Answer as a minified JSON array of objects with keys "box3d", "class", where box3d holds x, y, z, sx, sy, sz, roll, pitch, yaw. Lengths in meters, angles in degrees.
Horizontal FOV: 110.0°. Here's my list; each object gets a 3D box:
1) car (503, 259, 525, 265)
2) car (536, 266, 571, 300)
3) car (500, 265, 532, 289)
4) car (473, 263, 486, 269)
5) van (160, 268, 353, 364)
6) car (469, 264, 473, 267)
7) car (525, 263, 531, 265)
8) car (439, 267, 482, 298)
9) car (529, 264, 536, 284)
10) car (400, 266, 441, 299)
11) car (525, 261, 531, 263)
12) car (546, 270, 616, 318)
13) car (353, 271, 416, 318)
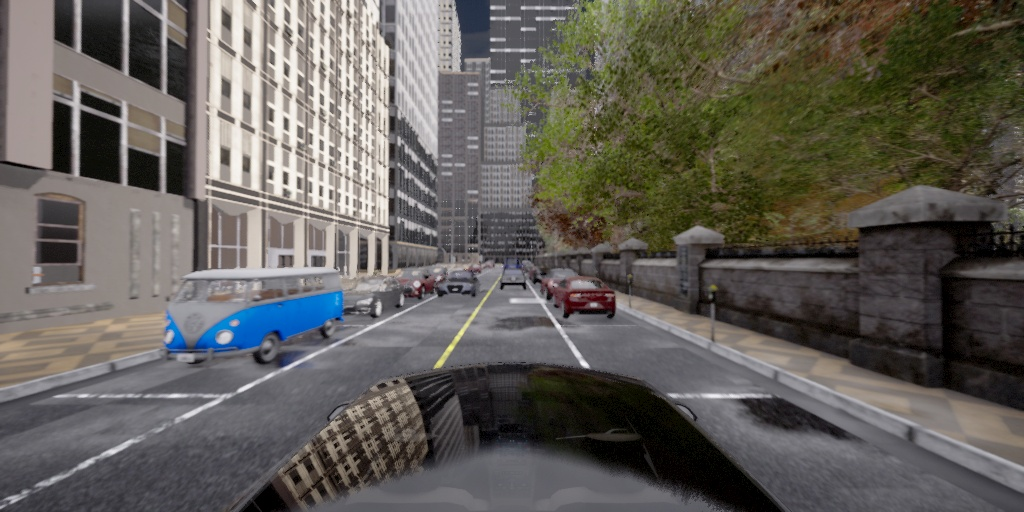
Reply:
[{"box3d":[0.090,1.407,41.751,2.150,2.045,5.566,0,0,0],"class":"car"},{"box3d":[2.564,1.380,19.018,1.967,1.591,4.097,0,0,0],"class":"car"},{"box3d":[0.092,1.561,25.776,2.033,1.411,5.357,0,-1,0],"class":"car"},{"box3d":[-5.319,1.841,52.291,1.888,1.381,4.507,0,0,0],"class":"car"},{"box3d":[-5.316,1.159,7.934,1.690,1.789,3.998,0,0,0],"class":"van"},{"box3d":[-5.318,1.701,35.657,1.802,1.307,4.207,0,0,0],"class":"car"},{"box3d":[2.563,1.665,35.653,1.888,1.381,4.507,0,0,0],"class":"car"},{"box3d":[-2.851,1.514,19.947,1.994,1.385,4.181,0,-1,0],"class":"car"},{"box3d":[2.563,1.626,30.108,1.948,1.339,4.313,0,0,0],"class":"car"},{"box3d":[-5.317,1.380,19.023,1.967,1.591,4.097,0,0,0],"class":"car"},{"box3d":[2.561,1.847,52.288,2.007,1.370,4.403,0,0,0],"class":"car"},{"box3d":[2.564,1.425,13.474,1.888,1.381,4.507,0,0,0],"class":"car"},{"box3d":[-5.316,1.430,13.478,2.007,1.370,4.403,0,0,0],"class":"car"}]
